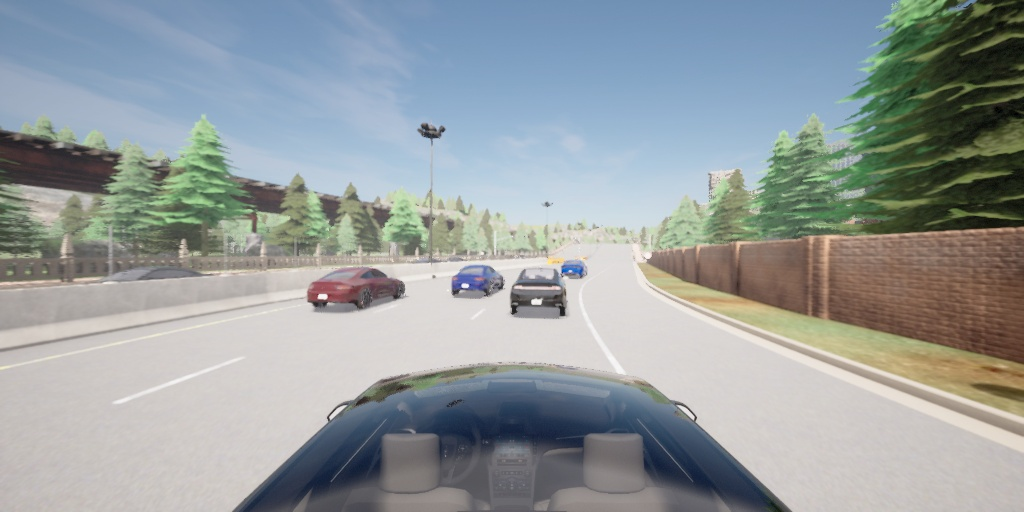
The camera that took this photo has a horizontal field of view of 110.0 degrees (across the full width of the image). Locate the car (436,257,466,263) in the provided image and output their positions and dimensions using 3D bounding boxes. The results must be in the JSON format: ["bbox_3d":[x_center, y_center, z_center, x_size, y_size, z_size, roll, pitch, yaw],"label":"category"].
[{"bbox_3d":[-7.755,0.879,47.857,1.837,1.490,4.892,1,0,19],"label":"car"}]

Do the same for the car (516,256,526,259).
[{"bbox_3d":[1.415,0.818,64.233,2.128,1.511,4.902,1,0,16],"label":"car"}]

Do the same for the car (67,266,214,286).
[{"bbox_3d":[-13.261,1.105,13.002,1.812,1.442,4.674,0,0,8],"label":"car"}]

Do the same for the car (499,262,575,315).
[{"bbox_3d":[1.062,1.169,13.256,2.128,1.511,4.902,0,0,8],"label":"car"}]

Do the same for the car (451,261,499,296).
[{"bbox_3d":[-1.658,1.149,18.214,1.812,1.442,4.674,0,1,11],"label":"car"}]

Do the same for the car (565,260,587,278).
[{"bbox_3d":[5.460,1.059,31.331,1.882,1.535,5.008,0,1,18],"label":"car"}]

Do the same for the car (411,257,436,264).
[{"bbox_3d":[-11.448,0.896,47.804,2.033,1.411,5.357,1,0,19],"label":"car"}]

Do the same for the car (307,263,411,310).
[{"bbox_3d":[-5.890,1.149,14.005,1.812,1.442,4.674,0,1,8],"label":"car"}]
